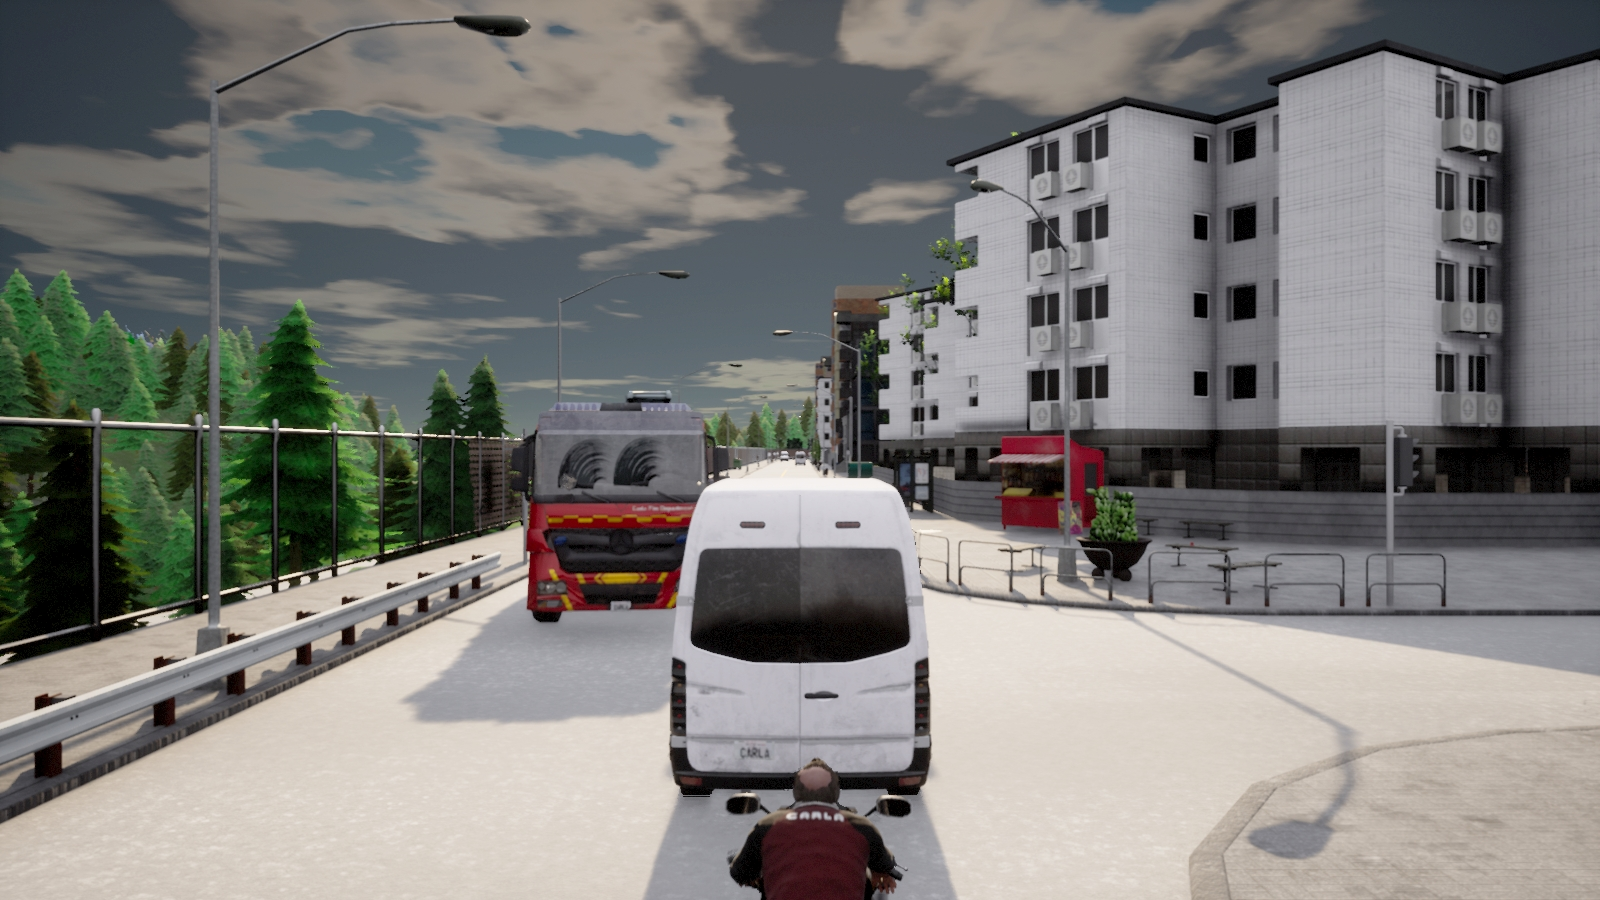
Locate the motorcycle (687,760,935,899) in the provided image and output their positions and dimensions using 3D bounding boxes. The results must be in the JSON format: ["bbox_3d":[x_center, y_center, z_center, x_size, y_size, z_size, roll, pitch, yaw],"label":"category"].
[{"bbox_3d":[0.060,2.208,4.730,0.867,1.251,2.209,0,0,2],"label":"motorcycle"}]

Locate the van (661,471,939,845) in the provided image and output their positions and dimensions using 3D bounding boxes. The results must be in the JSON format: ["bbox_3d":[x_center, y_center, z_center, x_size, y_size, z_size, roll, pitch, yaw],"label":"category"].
[{"bbox_3d":[0.000,1.541,11.125,1.988,2.561,5.915,0,0,0],"label":"van"}]

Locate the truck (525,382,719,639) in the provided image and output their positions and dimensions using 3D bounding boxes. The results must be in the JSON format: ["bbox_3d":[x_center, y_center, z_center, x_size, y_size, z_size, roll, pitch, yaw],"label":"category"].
[{"bbox_3d":[-3.261,0.902,21.406,2.891,3.827,8.468,0,0,-8],"label":"truck"}]
